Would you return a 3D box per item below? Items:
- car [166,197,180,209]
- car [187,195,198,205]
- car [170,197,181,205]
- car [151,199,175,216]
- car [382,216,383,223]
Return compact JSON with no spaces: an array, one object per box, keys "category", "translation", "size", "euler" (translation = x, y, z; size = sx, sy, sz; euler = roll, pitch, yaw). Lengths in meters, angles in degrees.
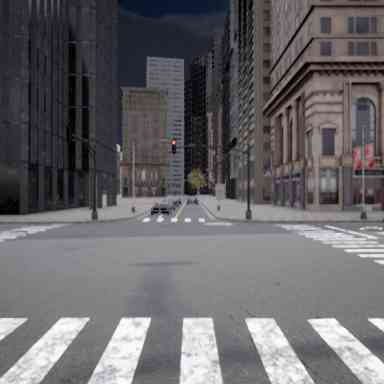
[{"category":"car","translation":[-3.067,1.588,43.220],"size":[2.128,1.511,4.902],"euler":[0,0,0]},{"category":"car","translation":[0.088,1.531,65.200],"size":[2.097,1.767,4.553],"euler":[0,0,0]},{"category":"car","translation":[-3.008,1.643,62.779],"size":[1.882,1.535,5.008],"euler":[0,0,0]},{"category":"car","translation":[-3.059,1.669,33.823],"size":[1.895,1.301,4.718],"euler":[0,0,0]},{"category":"car","translation":[14.623,1.495,20.941],"size":[4.902,1.511,2.128],"euler":[0,0,-2]}]
